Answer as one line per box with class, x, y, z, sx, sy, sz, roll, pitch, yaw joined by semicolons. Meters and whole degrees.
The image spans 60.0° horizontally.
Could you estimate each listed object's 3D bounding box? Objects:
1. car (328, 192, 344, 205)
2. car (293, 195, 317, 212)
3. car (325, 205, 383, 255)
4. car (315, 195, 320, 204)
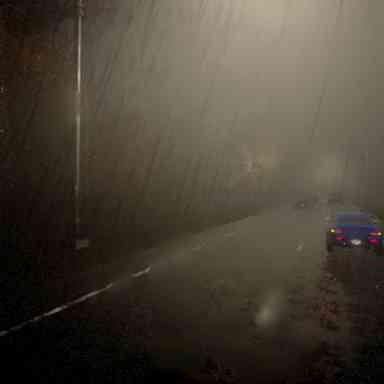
car;22.148;1.037;51.156;2.150;2.045;5.566;1;0;23
car;12.419;1.376;36.893;1.994;1.385;4.181;1;1;23
car;6.361;1.486;13.209;1.812;1.442;4.674;1;1;23
car;20.580;1.234;56.511;1.837;1.490;4.892;1;-1;23
